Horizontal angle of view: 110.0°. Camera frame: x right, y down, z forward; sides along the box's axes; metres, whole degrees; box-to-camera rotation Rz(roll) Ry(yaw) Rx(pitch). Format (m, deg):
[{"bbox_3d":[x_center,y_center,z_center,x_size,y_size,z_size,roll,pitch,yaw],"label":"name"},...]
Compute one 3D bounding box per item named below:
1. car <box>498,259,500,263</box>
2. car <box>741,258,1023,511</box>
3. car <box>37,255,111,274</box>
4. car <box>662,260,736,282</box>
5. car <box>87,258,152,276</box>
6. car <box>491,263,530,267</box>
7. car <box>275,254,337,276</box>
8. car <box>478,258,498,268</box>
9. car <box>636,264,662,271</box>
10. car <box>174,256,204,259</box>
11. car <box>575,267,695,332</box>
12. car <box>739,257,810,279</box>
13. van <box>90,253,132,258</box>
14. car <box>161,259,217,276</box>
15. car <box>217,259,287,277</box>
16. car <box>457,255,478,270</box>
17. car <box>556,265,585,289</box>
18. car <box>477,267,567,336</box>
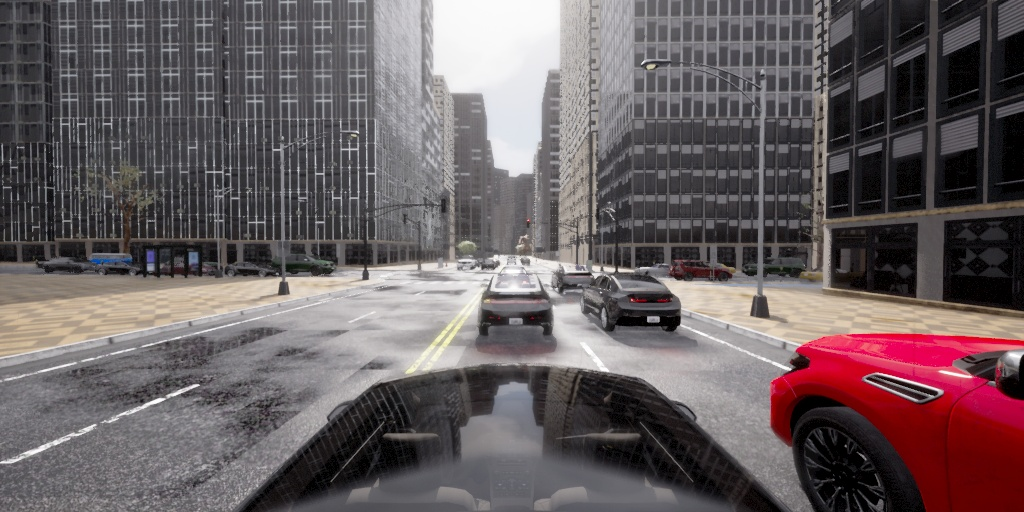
[{"bbox_3d":[-3.401,1.267,61.752,1.994,1.385,4.181,0,0,0],"label":"car"},{"bbox_3d":[3.349,0.972,0.764,2.150,2.045,5.566,0,0,0],"label":"car"},{"bbox_3d":[-42.274,0.911,34.575,4.674,1.442,1.812,0,1,1],"label":"car"},{"bbox_3d":[16.160,1.269,30.997,5.009,1.841,2.192,0,0,1],"label":"car"},{"bbox_3d":[-34.131,1.068,31.773,4.313,1.339,1.948,0,0,1],"label":"car"},{"bbox_3d":[0.080,1.288,20.128,2.033,1.411,5.357,0,0,0],"label":"car"},{"bbox_3d":[-19.778,0.813,34.124,5.566,2.045,2.150,0,1,1],"label":"car"},{"bbox_3d":[-3.398,1.192,52.166,1.882,1.535,5.008,0,0,0],"label":"car"},{"bbox_3d":[15.059,1.452,36.779,4.718,1.301,1.895,0,1,0],"label":"car"},{"bbox_3d":[-30.397,0.846,34.331,4.553,1.767,2.097,1,1,1],"label":"car"},{"bbox_3d":[3.339,1.251,10.888,1.837,1.490,4.892,0,0,0],"label":"car"},{"bbox_3d":[26.661,1.176,36.601,5.566,2.045,2.150,1,1,1],"label":"car"},{"bbox_3d":[-45.332,0.604,40.420,3.998,1.789,1.690,0,0,1],"label":"van"},{"bbox_3d":[-28.450,1.137,31.606,4.207,1.307,1.802,0,0,1],"label":"car"},{"bbox_3d":[-22.766,1.173,31.479,4.313,1.339,1.948,0,0,1],"label":"car"},{"bbox_3d":[-6.648,0.935,52.614,2.150,2.045,5.566,0,0,0],"label":"car"},{"bbox_3d":[3.330,1.232,20.136,2.128,1.511,4.902,0,0,0],"label":"car"},{"bbox_3d":[0.090,1.238,10.393,2.128,1.511,4.902,0,0,0],"label":"car"}]
